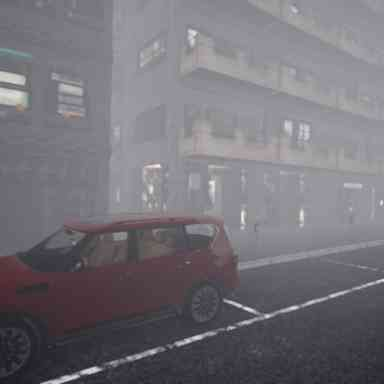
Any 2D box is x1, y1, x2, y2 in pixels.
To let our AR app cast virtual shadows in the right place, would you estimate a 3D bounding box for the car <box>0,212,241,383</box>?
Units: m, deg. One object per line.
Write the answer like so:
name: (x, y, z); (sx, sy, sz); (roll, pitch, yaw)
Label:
car: (-1.411, 1.326, 5.532); (5.009, 1.841, 2.192); (0, 1, -35)
